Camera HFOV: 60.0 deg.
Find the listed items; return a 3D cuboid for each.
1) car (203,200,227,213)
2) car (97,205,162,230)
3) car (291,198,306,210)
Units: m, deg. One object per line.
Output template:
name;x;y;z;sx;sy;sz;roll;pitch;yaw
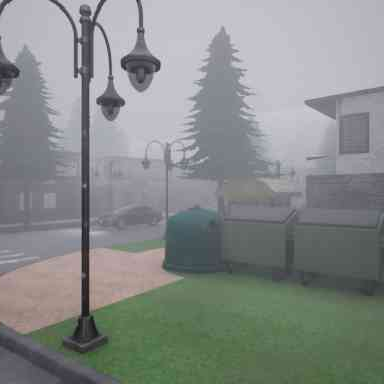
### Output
car;2.806;1.509;30.206;4.553;1.767;2.097;0;0;-41
car;-4.212;1.662;22.943;1.837;1.490;4.892;0;0;40
car;12.550;1.510;37.385;4.553;1.767;2.097;0;0;-30
